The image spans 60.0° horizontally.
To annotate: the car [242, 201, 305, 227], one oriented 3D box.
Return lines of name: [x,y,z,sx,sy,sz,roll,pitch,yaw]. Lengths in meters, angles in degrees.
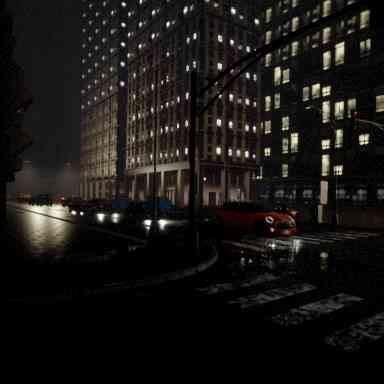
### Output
car: [5.735,1.504,23.926,1.967,1.590,4.097,1,-1,-35]

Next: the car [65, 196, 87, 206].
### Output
car: [-18.924,1.456,54.157,2.128,1.511,4.902,1,-1,-35]

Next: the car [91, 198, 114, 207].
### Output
car: [-13.898,1.586,51.552,1.947,1.339,4.313,1,-1,-35]

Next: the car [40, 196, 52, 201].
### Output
car: [-36.801,1.570,83.784,1.802,1.307,4.206,1,-1,-35]

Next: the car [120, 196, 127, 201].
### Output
car: [-7.354,1.584,42.343,2.008,1.369,4.403,1,-1,-35]

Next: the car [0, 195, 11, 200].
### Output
car: [-46.805,1.365,83.400,1.752,1.417,4.829,1,-1,-35]

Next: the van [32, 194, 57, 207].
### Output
van: [-20.725,1.197,46.702,1.690,1.788,3.998,1,-1,-35]

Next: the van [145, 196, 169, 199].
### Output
van: [-4.079,1.381,37.741,1.690,1.788,3.998,1,-1,-35]

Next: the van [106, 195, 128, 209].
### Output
van: [-10.622,1.368,46.951,1.690,1.788,3.998,1,-1,-35]

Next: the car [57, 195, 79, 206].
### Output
car: [-15.977,1.404,44.563,2.128,1.511,4.902,1,-1,-35]

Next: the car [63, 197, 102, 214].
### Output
car: [-10.913,1.427,32.886,2.008,1.369,4.403,1,-1,-35]

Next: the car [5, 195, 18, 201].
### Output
car: [-40.358,1.378,74.327,2.008,1.369,4.403,1,-1,-35]

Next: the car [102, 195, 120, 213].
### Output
car: [-9.988,1.402,36.068,1.882,1.535,5.008,1,-1,-36]

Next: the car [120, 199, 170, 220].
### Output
car: [-3.898,1.502,27.482,1.994,1.385,4.181,1,-1,-35]

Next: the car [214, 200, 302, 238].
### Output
car: [3.191,1.309,17.512,2.097,1.767,4.553,1,-1,-35]

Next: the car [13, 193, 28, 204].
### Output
car: [-30.540,1.155,60.516,2.192,1.841,5.009,1,-1,-35]

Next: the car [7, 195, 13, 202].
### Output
car: [-37.087,1.397,69.723,1.947,1.339,4.313,1,-1,-35]

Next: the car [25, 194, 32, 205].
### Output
car: [-24.000,1.432,51.304,1.802,1.307,4.206,1,-1,-35]
